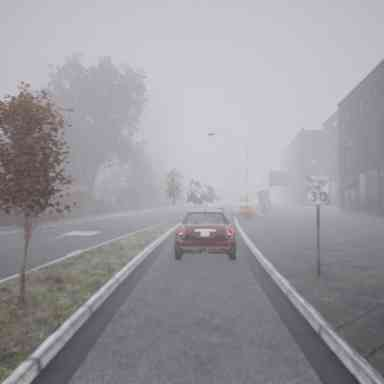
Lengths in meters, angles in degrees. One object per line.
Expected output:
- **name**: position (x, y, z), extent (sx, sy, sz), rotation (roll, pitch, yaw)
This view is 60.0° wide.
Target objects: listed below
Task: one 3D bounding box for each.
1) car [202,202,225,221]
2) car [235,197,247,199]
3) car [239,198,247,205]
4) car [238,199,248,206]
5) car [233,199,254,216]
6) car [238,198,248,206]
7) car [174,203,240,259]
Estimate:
- **car**: position (2.116, 1.767, 30.918), extent (1.882, 1.535, 5.008), rotation (0, -1, 7)
- **car**: position (10.755, 2.084, 69.988), extent (2.435, 2.045, 5.566), rotation (0, -1, 9)
- **car**: position (13.211, 2.435, 86.387), extent (2.185, 1.767, 4.553), rotation (1, -1, 8)
- **car**: position (12.393, 2.487, 80.919), extent (2.231, 1.521, 4.892), rotation (0, -1, 9)
- **car**: position (5.855, 1.861, 37.126), extent (2.097, 1.535, 5.008), rotation (-1, -1, 8)
- **car**: position (11.567, 2.285, 75.411), extent (2.185, 1.767, 4.553), rotation (0, -1, 9)
- **car**: position (0.538, 1.420, 13.004), extent (2.097, 1.767, 4.553), rotation (0, -1, 3)
